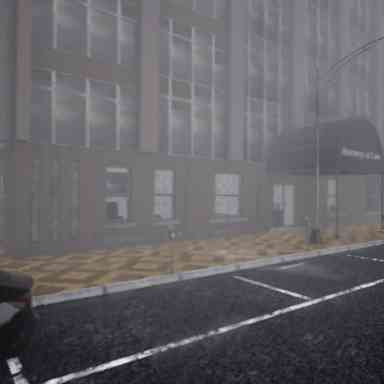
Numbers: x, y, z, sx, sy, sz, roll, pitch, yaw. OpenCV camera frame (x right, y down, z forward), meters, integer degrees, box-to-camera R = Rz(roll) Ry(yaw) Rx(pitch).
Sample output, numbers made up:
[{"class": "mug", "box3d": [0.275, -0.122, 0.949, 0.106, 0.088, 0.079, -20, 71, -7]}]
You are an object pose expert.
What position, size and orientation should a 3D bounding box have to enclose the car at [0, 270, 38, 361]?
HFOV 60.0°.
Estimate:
[{"class": "car", "box3d": [-4.050, 1.560, 3.663, 4.313, 1.339, 1.947, 0, 0, -36]}]
